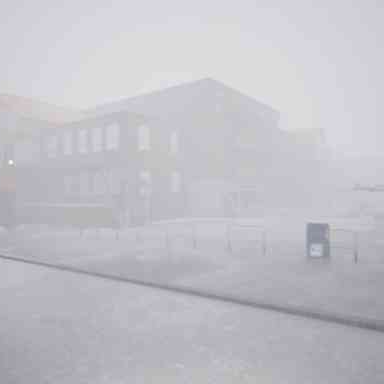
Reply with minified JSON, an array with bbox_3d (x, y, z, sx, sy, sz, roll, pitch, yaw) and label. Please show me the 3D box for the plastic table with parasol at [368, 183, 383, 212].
[{"bbox_3d":[17.203,0.416,29.530,2.482,2.480,2.482,-1,0,35],"label":"plastic table with parasol"}]
